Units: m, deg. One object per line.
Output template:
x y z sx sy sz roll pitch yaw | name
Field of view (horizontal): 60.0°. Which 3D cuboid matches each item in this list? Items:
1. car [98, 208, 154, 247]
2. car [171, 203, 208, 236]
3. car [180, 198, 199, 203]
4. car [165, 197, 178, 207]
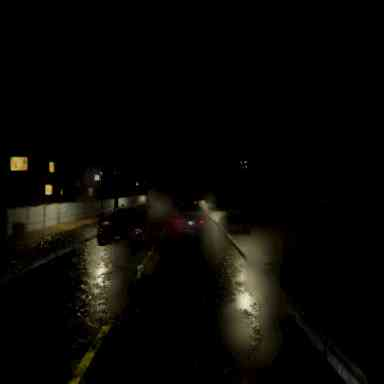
-2.896 1.492 15.311 1.882 1.535 5.008 0 0 -1 | car
-0.089 1.555 18.533 2.033 1.411 5.357 0 0 0 | car
-0.289 1.520 38.996 1.837 1.490 4.892 0 0 -1 | car
-3.284 1.550 53.594 1.812 1.442 4.674 0 0 -1 | car
